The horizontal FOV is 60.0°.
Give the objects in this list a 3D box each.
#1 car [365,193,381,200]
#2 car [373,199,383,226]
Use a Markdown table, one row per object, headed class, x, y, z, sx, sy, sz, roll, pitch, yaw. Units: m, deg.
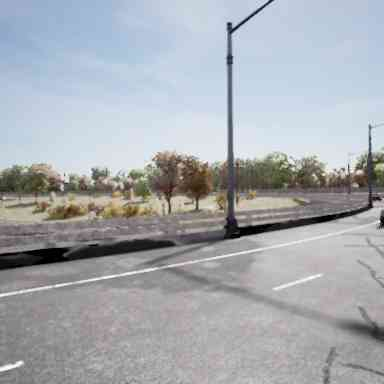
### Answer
| class | x | y | z | sx | sy | sz | roll | pitch | yaw |
| --- | --- | --- | --- | --- | --- | --- | --- | --- | --- |
| car | 37.915 | 0.989 | 70.043 | 2.097 | 1.767 | 4.553 | 0 | 0 | 11 |
| car | 13.570 | 1.368 | 21.405 | 2.128 | 1.511 | 4.902 | 0 | 0 | 42 |
